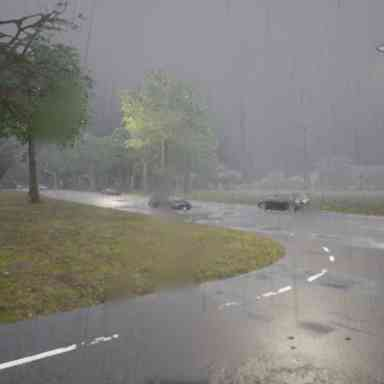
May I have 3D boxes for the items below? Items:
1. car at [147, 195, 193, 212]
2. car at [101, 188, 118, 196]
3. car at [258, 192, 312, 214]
[{"bbox_3d":[-2.135,0.962,30.215,2.033,1.411,5.357,-2,2,-36],"label":"car"},{"bbox_3d":[-15.002,-0.022,60.517,1.994,1.385,4.181,-2,2,-35],"label":"car"},{"bbox_3d":[7.794,0.796,28.309,2.097,1.767,4.553,-2,2,-35],"label":"car"}]
